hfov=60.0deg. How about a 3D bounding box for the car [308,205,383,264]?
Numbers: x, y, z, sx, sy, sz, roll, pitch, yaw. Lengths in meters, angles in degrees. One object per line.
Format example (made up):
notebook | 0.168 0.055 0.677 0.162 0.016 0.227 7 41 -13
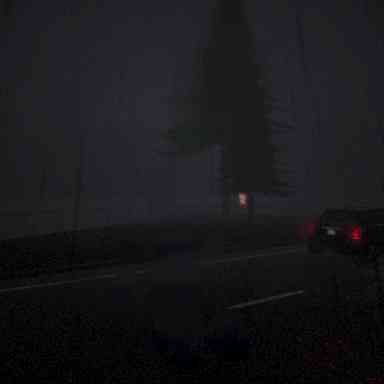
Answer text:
car | 6.261 1.309 11.825 4.553 1.767 2.097 0 0 -33
